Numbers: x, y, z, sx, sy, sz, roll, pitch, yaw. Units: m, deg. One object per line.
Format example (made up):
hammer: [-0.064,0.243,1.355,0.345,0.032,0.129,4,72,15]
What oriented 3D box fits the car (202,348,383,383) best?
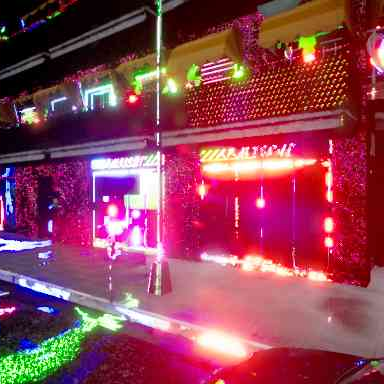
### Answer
car: [1.878,1.551,1.532,4.403,1.369,2.008,0,0,36]
